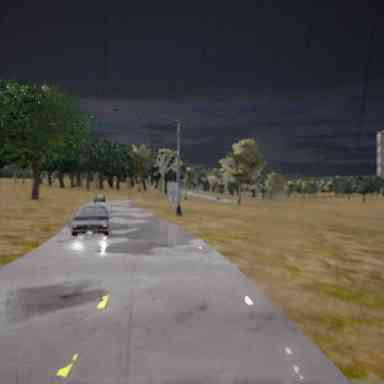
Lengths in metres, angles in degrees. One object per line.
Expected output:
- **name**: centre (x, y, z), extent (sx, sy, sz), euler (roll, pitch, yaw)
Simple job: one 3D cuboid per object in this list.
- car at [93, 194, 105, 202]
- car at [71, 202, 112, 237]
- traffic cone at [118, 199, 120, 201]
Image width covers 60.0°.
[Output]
- **car**: centre (-16.646, 1.149, 59.844), extent (1.882, 1.535, 5.008), euler (0, 0, -11)
- **car**: centre (-5.434, 1.519, 18.354), extent (2.033, 1.411, 5.357), euler (0, 1, -13)
- **traffic cone**: centre (-17.672, 1.772, 80.664), extent (0.340, 0.580, 0.340), euler (0, -1, 13)
